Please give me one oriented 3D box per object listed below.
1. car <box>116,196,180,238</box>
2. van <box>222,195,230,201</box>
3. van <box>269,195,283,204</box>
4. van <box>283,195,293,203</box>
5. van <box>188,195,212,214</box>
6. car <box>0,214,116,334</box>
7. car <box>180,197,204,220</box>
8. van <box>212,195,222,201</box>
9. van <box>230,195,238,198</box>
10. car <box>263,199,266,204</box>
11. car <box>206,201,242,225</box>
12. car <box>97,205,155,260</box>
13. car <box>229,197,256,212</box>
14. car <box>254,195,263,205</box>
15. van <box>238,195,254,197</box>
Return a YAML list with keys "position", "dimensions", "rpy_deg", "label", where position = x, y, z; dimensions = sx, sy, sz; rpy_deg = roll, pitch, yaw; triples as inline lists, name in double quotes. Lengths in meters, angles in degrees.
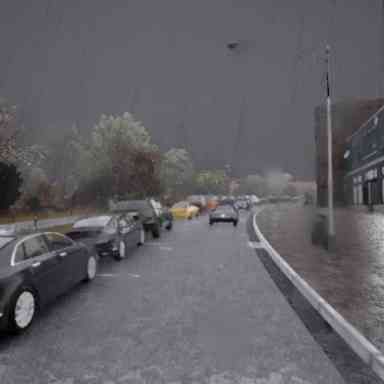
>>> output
- position: [-2.492, 1.251, 17.879]
  dimensions: [2.435, 2.045, 5.566]
  rpy_deg: [-3, 0, 7]
  label: "car"
- position: [3.513, 1.431, 45.235]
  dimensions: [1.878, 1.987, 4.442]
  rpy_deg: [-2, 0, 17]
  label: "van"
- position: [19.807, 1.833, 80.663]
  dimensions: [1.878, 1.987, 4.442]
  rpy_deg: [-2, 0, 30]
  label: "van"
- position: [25.003, 1.911, 89.150]
  dimensions: [1.878, 1.987, 4.442]
  rpy_deg: [-2, 0, 30]
  label: "van"
- position: [0.508, 1.346, 34.462]
  dimensions: [1.878, 1.987, 4.442]
  rpy_deg: [-3, 0, 11]
  label: "van"
- position: [-3.456, 1.487, 6.704]
  dimensions: [2.231, 1.521, 4.892]
  rpy_deg: [-3, 0, 4]
  label: "car"
- position: [-0.659, 1.537, 29.068]
  dimensions: [1.946, 1.575, 5.366]
  rpy_deg: [-3, 0, 13]
  label: "car"
- position: [1.918, 1.385, 39.876]
  dimensions: [1.878, 1.987, 4.442]
  rpy_deg: [-2, 0, 16]
  label: "van"
- position: [5.278, 1.484, 50.528]
  dimensions: [1.878, 1.987, 4.442]
  rpy_deg: [-2, 0, 18]
  label: "van"
- position: [14.303, 1.997, 70.844]
  dimensions: [2.002, 1.452, 4.674]
  rpy_deg: [-2, 0, 27]
  label: "car"
- position: [2.425, 1.583, 24.376]
  dimensions: [1.994, 1.385, 4.181]
  rpy_deg: [0, 0, 10]
  label: "car"
- position: [-3.068, 1.495, 12.282]
  dimensions: [2.231, 1.521, 4.892]
  rpy_deg: [-3, 0, 5]
  label: "car"
- position: [6.359, 1.655, 41.337]
  dimensions: [2.033, 1.411, 5.357]
  rpy_deg: [-1, -1, 16]
  label: "car"
- position: [11.772, 1.646, 65.895]
  dimensions: [2.435, 2.045, 5.566]
  rpy_deg: [-2, 0, 24]
  label: "car"
- position: [9.447, 1.608, 60.908]
  dimensions: [1.878, 1.987, 4.442]
  rpy_deg: [-2, 0, 22]
  label: "van"
